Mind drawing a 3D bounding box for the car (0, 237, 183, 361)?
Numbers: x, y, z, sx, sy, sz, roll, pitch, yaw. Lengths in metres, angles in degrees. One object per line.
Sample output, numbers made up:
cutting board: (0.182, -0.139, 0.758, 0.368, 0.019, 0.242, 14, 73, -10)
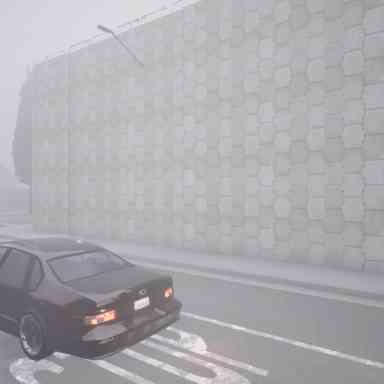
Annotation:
car: (-2.725, 1.547, 5.927, 5.357, 1.411, 2.033, 0, 0, 35)
